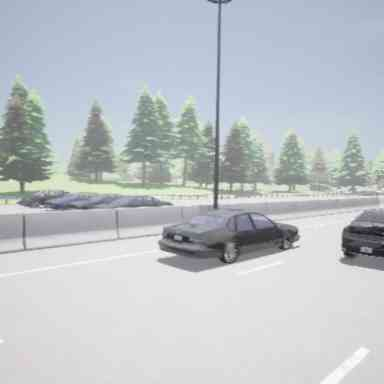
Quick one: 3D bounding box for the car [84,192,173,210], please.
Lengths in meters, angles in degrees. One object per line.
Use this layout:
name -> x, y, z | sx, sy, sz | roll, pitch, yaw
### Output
car -> -3.582, 0.913, 20.756 | 5.357, 1.411, 2.033 | 0, 2, -44

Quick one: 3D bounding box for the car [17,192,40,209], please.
car -> -11.707, 0.526, 27.500 | 4.902, 1.511, 2.128 | 0, 2, -44

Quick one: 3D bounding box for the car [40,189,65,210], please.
car -> -8.467, 0.688, 25.764 | 5.357, 1.411, 2.033 | 0, 2, -44

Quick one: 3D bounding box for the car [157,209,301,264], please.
car -> 1.436, 1.273, 10.753 | 5.357, 1.411, 2.033 | 0, 2, -44

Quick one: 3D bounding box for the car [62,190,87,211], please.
car -> -5.890, 0.800, 23.390 | 5.357, 1.411, 2.033 | 0, 2, -44

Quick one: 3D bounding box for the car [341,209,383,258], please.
car -> 6.535, 1.323, 10.790 | 4.892, 1.490, 1.837 | 0, 2, -44
